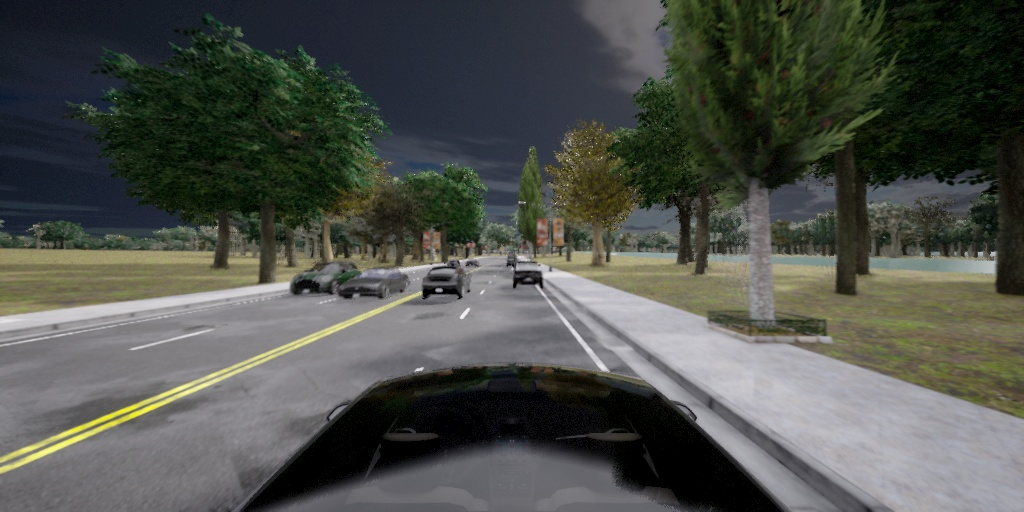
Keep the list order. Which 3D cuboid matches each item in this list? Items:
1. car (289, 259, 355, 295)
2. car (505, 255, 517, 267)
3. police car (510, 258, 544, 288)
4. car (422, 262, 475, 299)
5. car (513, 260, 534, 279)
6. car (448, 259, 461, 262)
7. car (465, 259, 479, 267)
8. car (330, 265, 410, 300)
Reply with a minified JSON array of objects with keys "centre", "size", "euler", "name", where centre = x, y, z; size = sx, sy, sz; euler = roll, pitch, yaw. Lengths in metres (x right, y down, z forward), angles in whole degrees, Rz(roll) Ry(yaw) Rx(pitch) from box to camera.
[{"centre":[-9.847,1.087,19.393],"size":[2.097,1.767,4.553],"euler":[0,0,0],"name":"car"},{"centre":[0.002,1.077,59.106],"size":[1.837,1.490,4.892],"euler":[0,0,0],"name":"car"},{"centre":[0.976,1.150,23.549],"size":[1.930,1.638,5.238],"euler":[0,0,0],"name":"police car"},{"centre":[-3.150,1.243,17.918],"size":[1.837,1.490,4.892],"euler":[0,0,0],"name":"car"},{"centre":[0.976,1.199,33.440],"size":[1.837,1.490,4.892],"euler":[0,0,0],"name":"car"},{"centre":[-9.787,1.126,60.678],"size":[1.994,1.385,4.181],"euler":[0,0,1],"name":"car"},{"centre":[-6.536,1.119,59.271],"size":[2.033,1.411,5.357],"euler":[0,0,1],"name":"car"},{"centre":[-6.600,1.286,17.865],"size":[2.033,1.411,5.357],"euler":[0,0,0],"name":"car"}]
